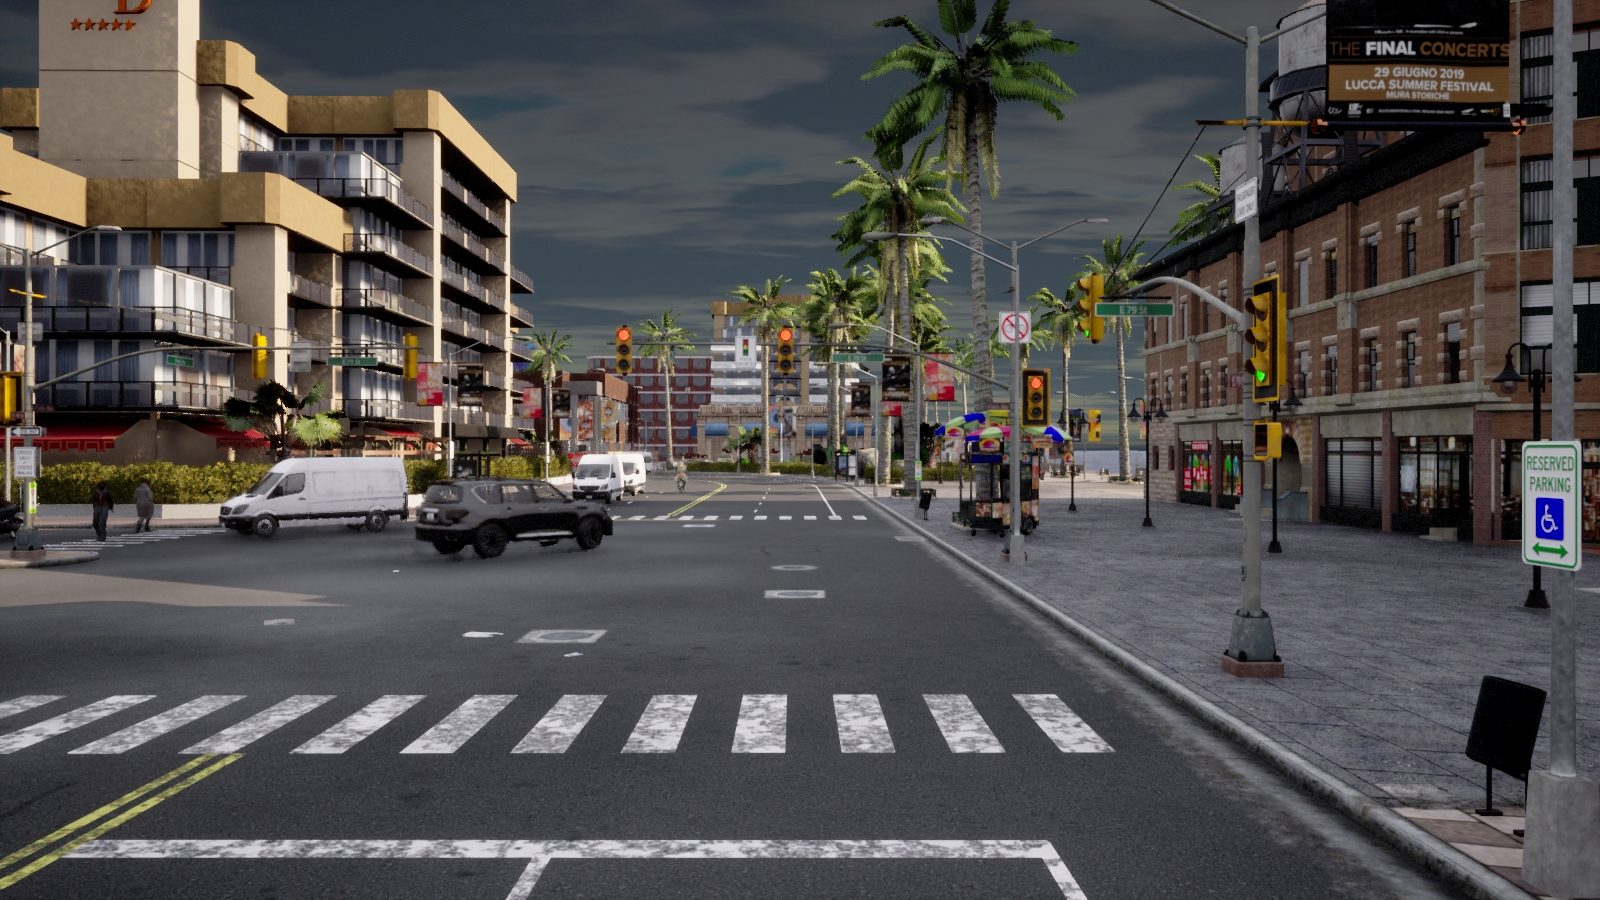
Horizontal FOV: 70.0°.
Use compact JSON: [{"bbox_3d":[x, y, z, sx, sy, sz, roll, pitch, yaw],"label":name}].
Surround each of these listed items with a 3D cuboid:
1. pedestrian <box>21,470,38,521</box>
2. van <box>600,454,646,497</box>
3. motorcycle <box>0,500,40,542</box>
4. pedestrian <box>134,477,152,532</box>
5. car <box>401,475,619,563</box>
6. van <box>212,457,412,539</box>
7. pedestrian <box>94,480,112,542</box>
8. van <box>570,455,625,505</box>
[{"bbox_3d":[-28.849,1.697,42.755,0.375,1.860,0.375,0,0,5],"label":"pedestrian"},{"bbox_3d":[-10.893,1.535,70.895,1.988,2.561,5.915,0,0,-1],"label":"van"},{"bbox_3d":[-25.137,2.205,35.668,2.209,1.251,0.867,0,0,-4],"label":"motorcycle"},{"bbox_3d":[-22.346,1.848,38.858,0.375,1.860,0.375,0,0,-2],"label":"pedestrian"},{"bbox_3d":[-7.766,1.780,31.167,2.150,2.045,5.566,1,0,40],"label":"car"},{"bbox_3d":[-16.430,1.534,38.745,5.915,2.561,1.988,0,0,-44],"label":"van"},{"bbox_3d":[-21.154,1.849,34.667,0.375,1.860,0.375,0,0,-13],"label":"pedestrian"},{"bbox_3d":[-10.828,1.534,61.502,1.988,2.561,5.915,0,0,0],"label":"van"}]
